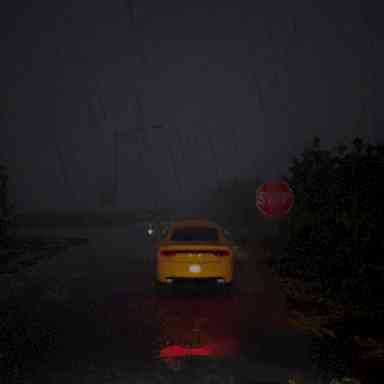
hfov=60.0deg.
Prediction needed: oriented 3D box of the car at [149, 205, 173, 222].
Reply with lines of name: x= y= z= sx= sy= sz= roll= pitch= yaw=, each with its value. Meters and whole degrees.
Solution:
car: x=-3.252 y=2.265 z=34.043 sx=1.812 sy=1.442 sz=4.674 roll=0 pitch=-2 yaw=0

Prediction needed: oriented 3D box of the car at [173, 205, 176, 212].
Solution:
car: x=-3.266 y=2.554 z=47.098 sx=1.882 sy=1.535 sz=5.008 roll=0 pitch=-1 yaw=0

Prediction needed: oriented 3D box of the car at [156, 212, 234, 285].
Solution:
car: x=0.093 y=1.580 z=9.820 sx=1.882 sy=1.535 sz=5.008 roll=0 pitch=-1 yaw=1
